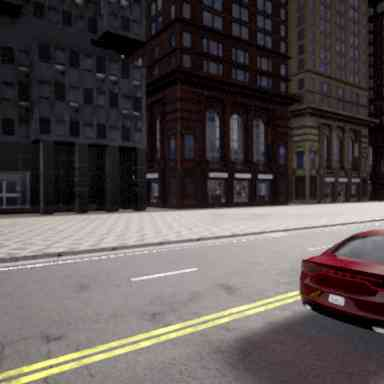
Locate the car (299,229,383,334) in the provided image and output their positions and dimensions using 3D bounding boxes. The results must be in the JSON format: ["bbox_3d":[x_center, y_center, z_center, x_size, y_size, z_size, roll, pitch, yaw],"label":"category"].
[{"bbox_3d":[4.183,1.457,6.424,5.008,1.535,1.882,0,0,-35],"label":"car"}]
